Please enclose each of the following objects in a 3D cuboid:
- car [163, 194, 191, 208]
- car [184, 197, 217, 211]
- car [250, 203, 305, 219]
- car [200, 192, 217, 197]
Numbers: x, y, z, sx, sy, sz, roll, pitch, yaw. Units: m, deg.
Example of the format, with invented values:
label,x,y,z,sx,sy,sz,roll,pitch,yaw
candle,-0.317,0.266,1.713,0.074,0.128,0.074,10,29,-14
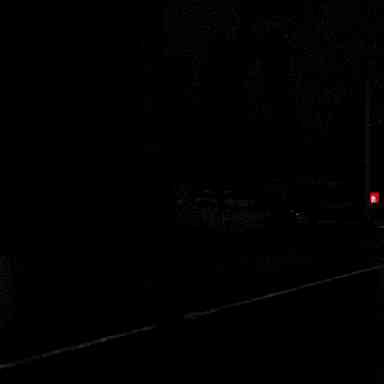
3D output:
label,x,y,z,sx,sy,sz,roll,pitch,yaw
car,-2.776,1.507,48.870,2.128,1.511,4.902,0,0,-38
car,1.402,1.579,37.263,1.994,1.385,4.181,0,0,-37
car,7.460,1.616,29.243,1.895,1.301,4.718,0,0,-37
car,5.002,1.113,92.341,1.932,1.855,4.605,0,0,-37
